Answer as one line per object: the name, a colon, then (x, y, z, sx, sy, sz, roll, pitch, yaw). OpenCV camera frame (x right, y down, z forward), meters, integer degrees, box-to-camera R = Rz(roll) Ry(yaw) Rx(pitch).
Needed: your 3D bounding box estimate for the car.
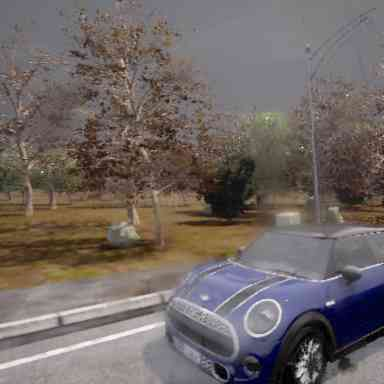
car: (1.824, 1.344, 5.306, 4.553, 1.767, 2.097, 0, 0, -36)
